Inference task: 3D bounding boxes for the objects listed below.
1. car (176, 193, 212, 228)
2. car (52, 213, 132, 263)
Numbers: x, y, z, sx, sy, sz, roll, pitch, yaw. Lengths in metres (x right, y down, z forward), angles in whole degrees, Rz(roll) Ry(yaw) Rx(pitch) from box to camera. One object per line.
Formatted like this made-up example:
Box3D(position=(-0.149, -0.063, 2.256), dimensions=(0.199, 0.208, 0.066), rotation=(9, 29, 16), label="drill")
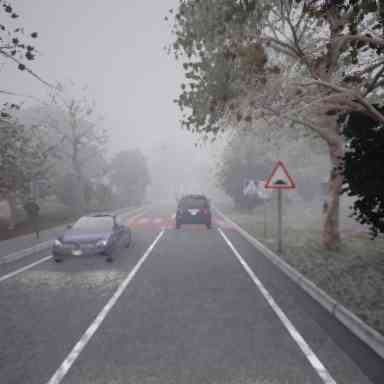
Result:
Box3D(position=(0.104, 1.035, 21.670), dimensions=(2.150, 2.045, 5.566), rotation=(1, 6, 0), label="car")
Box3D(position=(-3.349, 1.502, 12.009), dimensions=(1.812, 1.442, 4.674), rotation=(0, 0, 0), label="car")
